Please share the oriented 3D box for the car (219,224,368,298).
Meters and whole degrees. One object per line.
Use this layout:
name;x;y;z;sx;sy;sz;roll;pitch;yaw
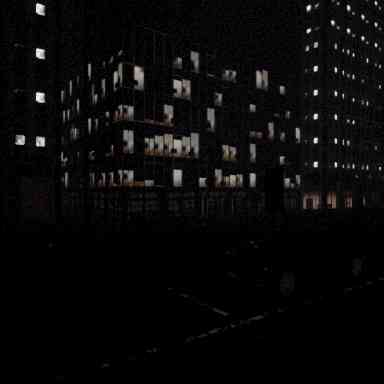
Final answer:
car;2.698;1.545;8.483;4.507;1.381;1.887;0;0;-35
